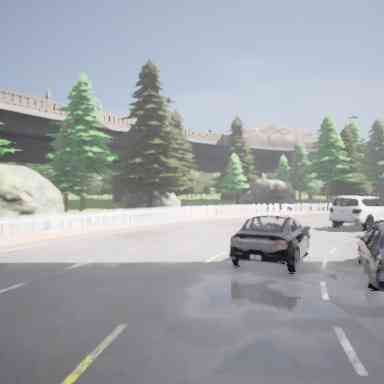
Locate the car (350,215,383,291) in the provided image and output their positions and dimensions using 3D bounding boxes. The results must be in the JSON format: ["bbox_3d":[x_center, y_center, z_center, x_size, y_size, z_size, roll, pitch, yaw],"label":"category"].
[{"bbox_3d":[5.445,1.573,8.659,2.033,1.411,5.357,0,0,23],"label":"car"}]

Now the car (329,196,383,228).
[{"bbox_3d":[11.096,1.278,21.449,5.566,2.045,2.150,0,0,-37],"label":"car"}]

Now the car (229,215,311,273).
[{"bbox_3d":[2.704,1.510,10.884,2.128,1.511,4.902,0,0,26],"label":"car"}]
